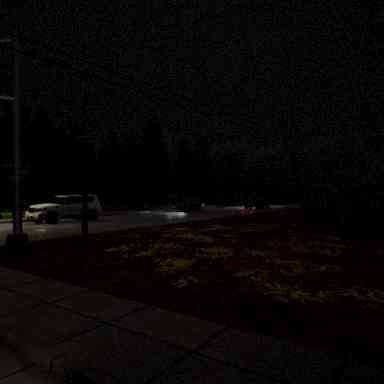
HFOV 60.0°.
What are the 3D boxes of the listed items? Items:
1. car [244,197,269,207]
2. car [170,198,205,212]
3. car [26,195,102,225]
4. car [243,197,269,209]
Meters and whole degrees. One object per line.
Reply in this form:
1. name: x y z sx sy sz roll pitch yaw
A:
1. car: 9.897 1.483 50.974 1.895 1.301 4.718 0 0 37
2. car: -0.483 1.435 37.115 1.837 1.490 4.892 0 0 37
3. car: -9.443 1.228 25.027 2.150 2.045 5.566 0 0 37
4. car: 8.344 1.360 42.830 2.128 1.511 4.902 0 0 37
